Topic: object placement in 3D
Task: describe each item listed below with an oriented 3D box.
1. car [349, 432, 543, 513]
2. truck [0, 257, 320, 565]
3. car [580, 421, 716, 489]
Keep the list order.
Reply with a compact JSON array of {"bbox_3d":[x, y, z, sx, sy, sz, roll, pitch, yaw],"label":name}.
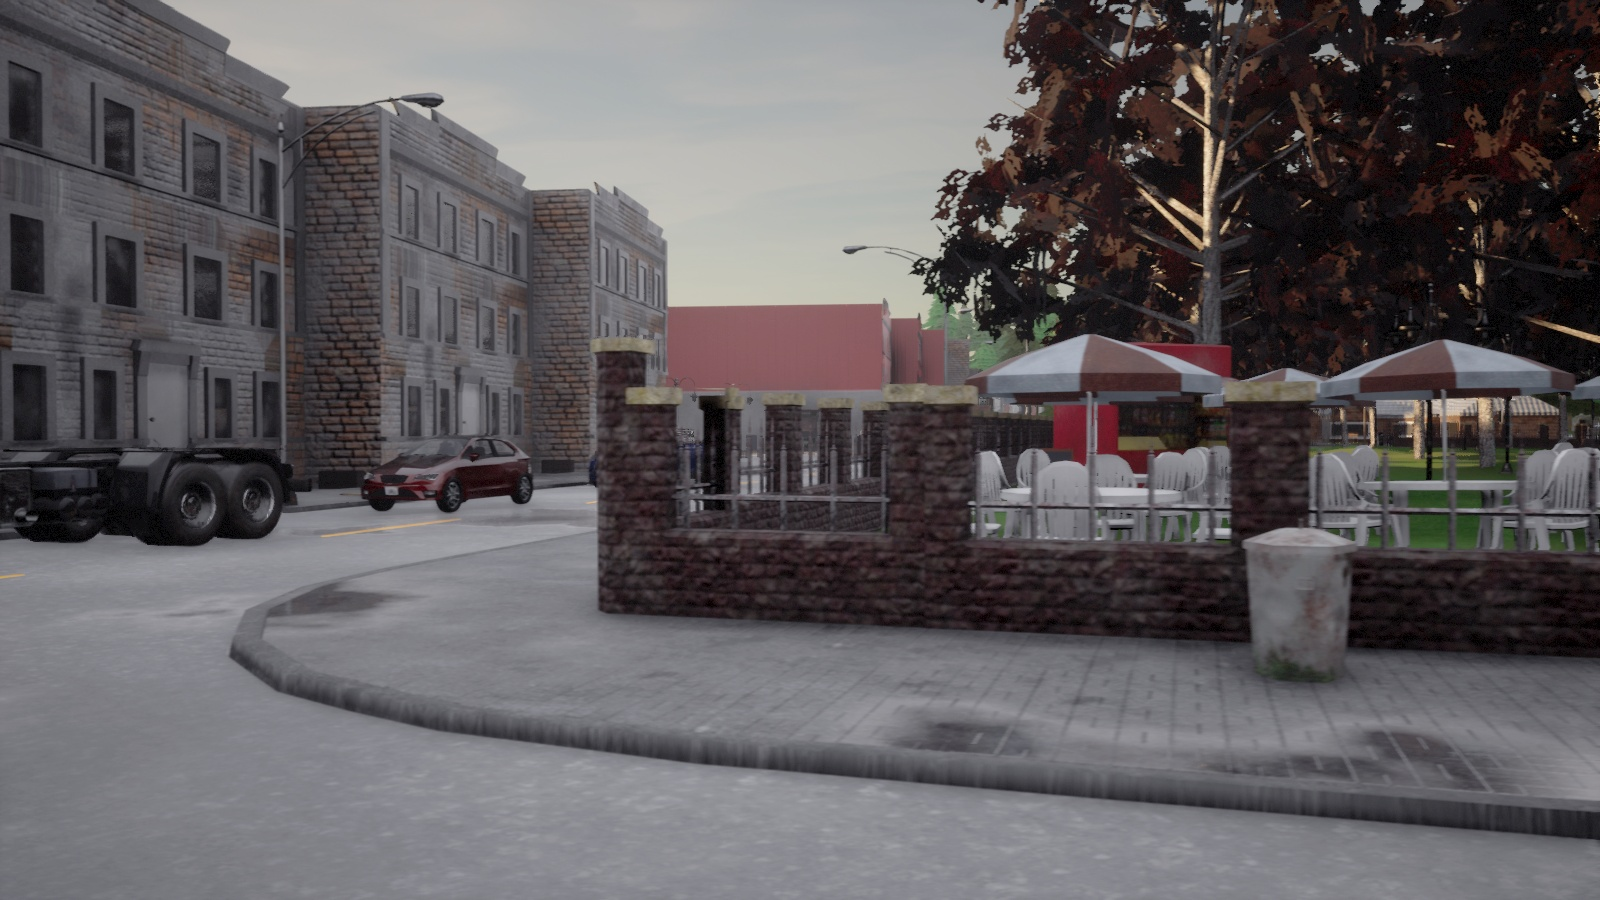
[{"bbox_3d":[-7.050,0.383,25.484,1.816,1.474,4.193,1,1,17],"label":"car"},{"bbox_3d":[-9.937,-0.471,15.994,2.891,3.462,7.936,1,1,17],"label":"truck"},{"bbox_3d":[-4.138,0.087,35.015,2.097,1.767,4.553,1,1,17],"label":"car"}]
